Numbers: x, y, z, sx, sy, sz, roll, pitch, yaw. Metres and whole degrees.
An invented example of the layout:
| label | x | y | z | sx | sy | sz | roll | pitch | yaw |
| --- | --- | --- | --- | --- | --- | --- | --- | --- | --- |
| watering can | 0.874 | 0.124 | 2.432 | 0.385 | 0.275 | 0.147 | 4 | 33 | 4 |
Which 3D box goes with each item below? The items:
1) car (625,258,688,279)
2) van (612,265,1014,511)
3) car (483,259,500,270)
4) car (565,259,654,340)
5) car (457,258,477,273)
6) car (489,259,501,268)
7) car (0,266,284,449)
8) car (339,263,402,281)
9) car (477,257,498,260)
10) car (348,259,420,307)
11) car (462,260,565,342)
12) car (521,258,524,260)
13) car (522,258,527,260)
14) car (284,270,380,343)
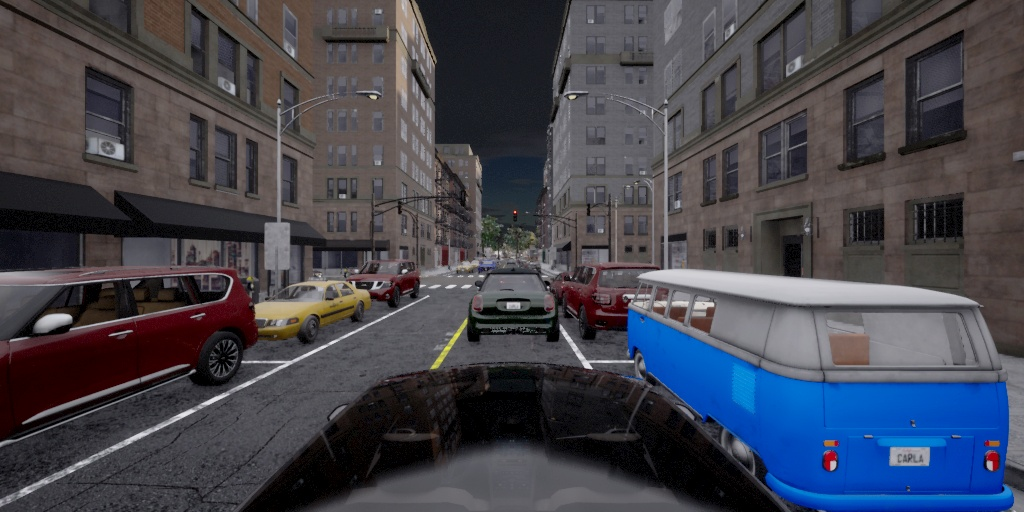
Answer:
| label | x | y | z | sx | sy | sz | roll | pitch | yaw |
| --- | --- | --- | --- | --- | --- | --- | --- | --- | --- |
| car | 12.286 | 1.039 | 30.742 | 4.553 | 1.767 | 2.097 | 0 | 0 | 0 |
| van | 2.633 | 1.091 | 4.226 | 1.690 | 1.789 | 3.998 | 0 | 0 | 0 |
| car | -2.949 | 1.241 | 52.791 | 2.128 | 1.511 | 4.902 | 0 | 0 | 0 |
| car | 2.621 | 1.065 | 9.905 | 2.192 | 1.841 | 5.009 | 0 | 0 | 0 |
| car | -5.501 | 1.274 | 42.405 | 1.751 | 1.417 | 4.829 | 0 | 0 | 0 |
| car | -2.944 | 1.315 | 62.851 | 1.994 | 1.385 | 4.181 | 0 | 0 | 0 |
| car | -5.403 | 1.065 | 4.212 | 2.192 | 1.841 | 5.009 | 0 | 0 | 0 |
| car | -12.021 | 1.325 | 30.673 | 4.674 | 1.442 | 1.812 | 0 | 0 | 0 |
| car | -2.930 | 1.227 | 42.824 | 1.882 | 1.535 | 5.008 | 0 | 0 | 0 |
| car | -5.429 | 1.064 | 15.568 | 2.192 | 1.841 | 5.009 | 0 | 0 | 0 |
| car | 0.017 | 1.102 | 9.940 | 2.097 | 1.767 | 4.553 | 0 | 0 | 0 |
| car | 2.541 | 1.294 | 48.074 | 1.888 | 1.381 | 4.507 | 0 | 0 | 0 |
| car | 2.552 | 1.300 | 42.593 | 2.007 | 1.370 | 4.403 | 0 | 0 | 0 |
| car | -5.416 | 1.275 | 9.719 | 1.751 | 1.417 | 4.829 | 0 | 0 | 0 |
